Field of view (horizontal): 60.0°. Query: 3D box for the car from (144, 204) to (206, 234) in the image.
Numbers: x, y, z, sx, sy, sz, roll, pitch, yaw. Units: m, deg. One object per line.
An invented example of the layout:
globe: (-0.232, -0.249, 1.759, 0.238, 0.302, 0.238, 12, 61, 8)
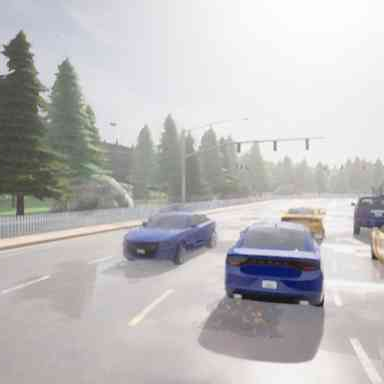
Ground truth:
car: (-0.893, 1.504, 19.922, 1.994, 1.385, 4.181, 0, 0, 25)

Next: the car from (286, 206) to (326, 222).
car: (5.721, 1.425, 17.007, 1.882, 1.535, 5.008, 0, 0, 24)

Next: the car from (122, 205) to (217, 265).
car: (-0.563, 1.441, 11.955, 1.882, 1.535, 5.008, 0, 0, 22)

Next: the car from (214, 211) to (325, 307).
car: (2.111, 1.452, 8.137, 1.882, 1.535, 5.008, 0, 0, 18)

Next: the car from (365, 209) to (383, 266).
car: (6.150, 1.448, 9.039, 1.882, 1.535, 5.008, 0, 0, 21)

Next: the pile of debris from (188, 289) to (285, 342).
pile of debris: (0.911, 2.156, 6.050, 1.500, 0.140, 1.860, 0, 0, 16)

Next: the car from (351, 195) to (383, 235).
car: (9.997, 1.164, 18.151, 2.150, 2.045, 5.566, 0, 0, 26)
